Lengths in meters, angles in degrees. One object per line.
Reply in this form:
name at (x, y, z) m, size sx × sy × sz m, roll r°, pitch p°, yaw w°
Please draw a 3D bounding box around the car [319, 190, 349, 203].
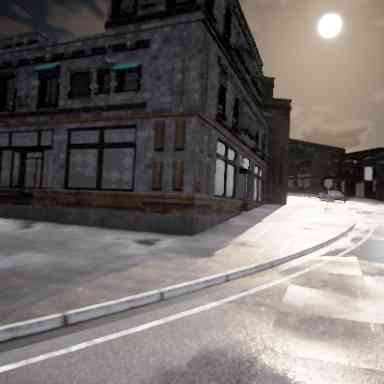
car at (17.956, 0.520, 42.346) m, size 2.033 × 1.411 × 5.357 m, roll 3°, pitch 2°, yaw -1°
